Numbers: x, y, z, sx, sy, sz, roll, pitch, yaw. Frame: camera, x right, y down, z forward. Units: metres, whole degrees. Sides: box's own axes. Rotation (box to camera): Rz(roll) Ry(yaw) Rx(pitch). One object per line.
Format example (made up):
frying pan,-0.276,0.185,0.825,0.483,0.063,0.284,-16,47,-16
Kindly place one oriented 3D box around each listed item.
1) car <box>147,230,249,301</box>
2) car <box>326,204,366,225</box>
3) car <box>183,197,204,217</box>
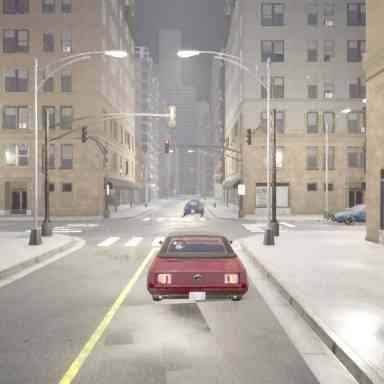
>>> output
car,0.093,1.601,8.261,1.895,1.301,4.718,0,0,0
car,12.198,1.512,22.852,5.357,1.411,2.033,0,0,3
car,0.135,1.524,31.463,1.812,1.442,4.674,0,0,2
